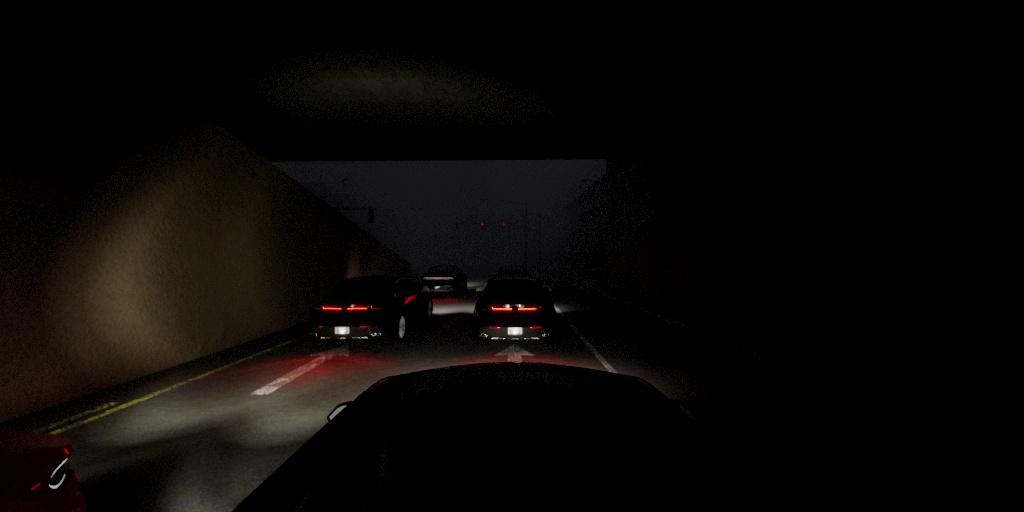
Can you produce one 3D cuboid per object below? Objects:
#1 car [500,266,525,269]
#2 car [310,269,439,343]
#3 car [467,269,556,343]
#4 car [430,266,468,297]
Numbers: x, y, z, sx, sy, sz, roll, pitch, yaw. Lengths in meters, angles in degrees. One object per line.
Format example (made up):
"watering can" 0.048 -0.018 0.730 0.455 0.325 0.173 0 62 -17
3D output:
"car" 0.015 1.263 19.020 1.837 1.490 4.892 0 0 0
"car" -3.446 1.258 9.668 1.837 1.490 4.892 0 0 0
"car" 0.055 1.258 9.611 1.837 1.490 4.892 0 0 0
"car" -3.481 1.249 18.985 2.128 1.511 4.902 0 0 -1
